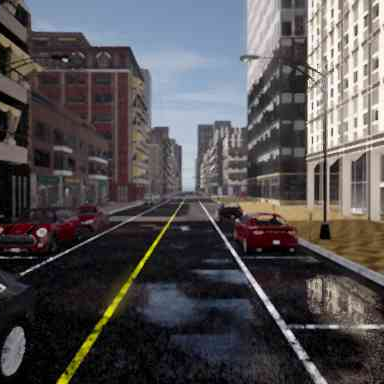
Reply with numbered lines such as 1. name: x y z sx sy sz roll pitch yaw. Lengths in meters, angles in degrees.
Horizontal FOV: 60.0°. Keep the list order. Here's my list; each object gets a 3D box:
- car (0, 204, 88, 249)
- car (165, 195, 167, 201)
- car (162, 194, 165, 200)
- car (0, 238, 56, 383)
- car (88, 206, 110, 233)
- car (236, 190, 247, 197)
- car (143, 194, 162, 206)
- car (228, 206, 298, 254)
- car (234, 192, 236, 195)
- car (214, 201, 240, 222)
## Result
1. car: -5.711 1.335 12.736 1.967 1.590 4.097 0 0 0
2. car: -5.854 1.062 65.192 1.802 1.307 4.206 0 0 0
3. car: -5.781 1.130 52.275 2.008 1.369 4.403 0 0 0
4. car: -2.997 1.485 2.536 1.837 1.490 4.892 0 0 0
5. car: -5.721 1.430 18.385 1.802 1.307 4.206 0 0 0
6. car: 14.545 0.349 85.185 5.009 1.841 2.192 -1 2 -1
7. car: -5.772 1.174 46.627 2.008 1.369 4.403 0 0 0
8. car: 2.669 1.437 12.751 1.887 1.381 4.507 0 0 0
9. car: 14.396 0.271 93.562 5.009 1.841 2.192 -1 2 -1
10. car: 2.649 1.350 24.048 2.008 1.369 4.403 0 0 0
